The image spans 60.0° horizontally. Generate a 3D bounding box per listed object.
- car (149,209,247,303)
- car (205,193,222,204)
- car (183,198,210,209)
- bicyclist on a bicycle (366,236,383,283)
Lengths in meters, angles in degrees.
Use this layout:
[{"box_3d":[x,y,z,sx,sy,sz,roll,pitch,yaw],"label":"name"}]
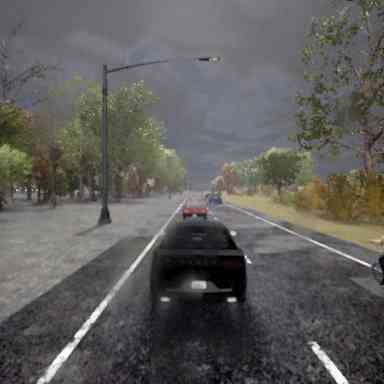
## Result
[{"box_3d":[0.127,1.424,8.175,1.882,1.535,5.008,0,0,0],"label":"car"},{"box_3d":[3.826,1.000,55.695,2.097,1.767,4.553,0,0,0],"label":"car"},{"box_3d":[0.203,1.429,26.518,1.895,1.301,4.718,0,0,0],"label":"car"},{"box_3d":[4.511,1.394,7.545,0.866,1.612,1.509,0,0,0],"label":"bicyclist on a bicycle"}]
